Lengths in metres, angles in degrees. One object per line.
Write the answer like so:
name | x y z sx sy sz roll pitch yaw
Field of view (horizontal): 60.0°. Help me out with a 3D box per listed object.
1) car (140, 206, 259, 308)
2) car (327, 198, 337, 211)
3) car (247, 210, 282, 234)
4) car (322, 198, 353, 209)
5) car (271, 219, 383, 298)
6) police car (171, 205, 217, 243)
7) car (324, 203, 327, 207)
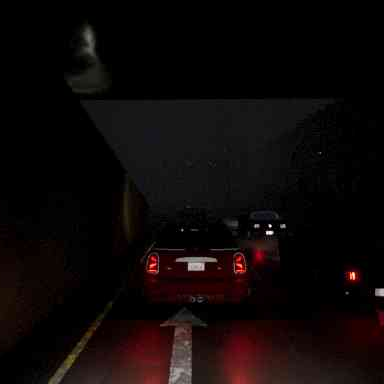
car | 0.085 1.355 8.079 2.097 1.767 4.553 0 0 0
car | 17.441 1.465 35.355 2.038 1.542 4.974 0 0 -35
car | 3.604 1.607 17.650 1.895 1.301 4.718 0 0 0
car | 17.583 1.309 39.999 4.536 1.218 1.853 0 0 -45
car | 3.609 1.604 8.493 1.895 1.301 4.718 0 0 0
police car | 0.100 1.510 17.205 2.038 1.542 4.974 0 0 0
car | 17.546 1.466 39.962 4.974 1.542 2.038 0 0 -45
